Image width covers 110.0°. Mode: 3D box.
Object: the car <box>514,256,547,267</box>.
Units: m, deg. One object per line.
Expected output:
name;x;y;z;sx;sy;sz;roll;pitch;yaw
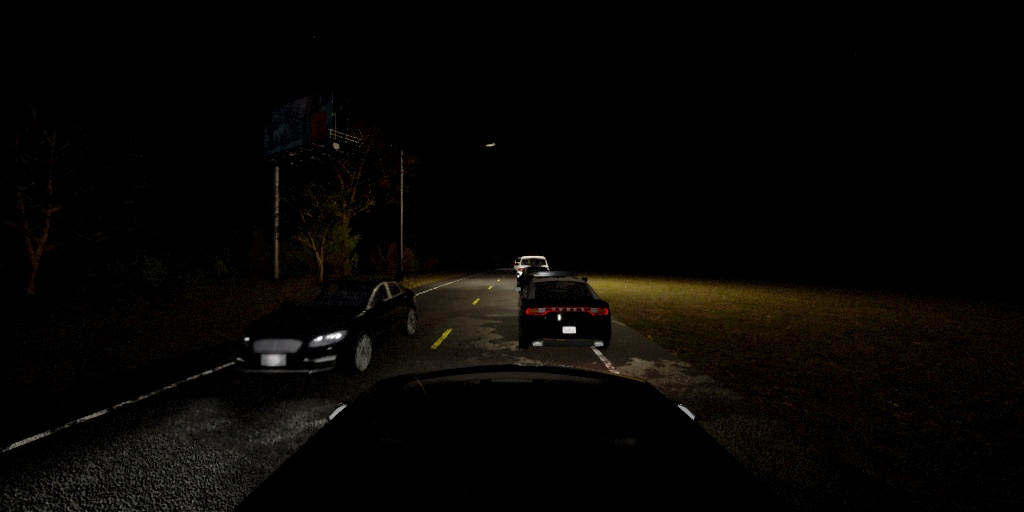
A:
car;1.446;1.044;25.151;2.150;2.045;5.566;0;0;2

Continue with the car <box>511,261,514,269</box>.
car;1.395;1.203;46.496;2.150;2.045;5.566;0;0;4

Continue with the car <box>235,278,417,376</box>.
car;-3.433;1.248;7.650;2.128;1.511;4.902;0;0;1

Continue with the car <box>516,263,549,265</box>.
car;1.277;1.296;19.142;1.837;1.490;4.892;0;0;1

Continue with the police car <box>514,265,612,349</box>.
police car;1.100;1.184;9.286;1.930;1.638;5.238;0;0;1
